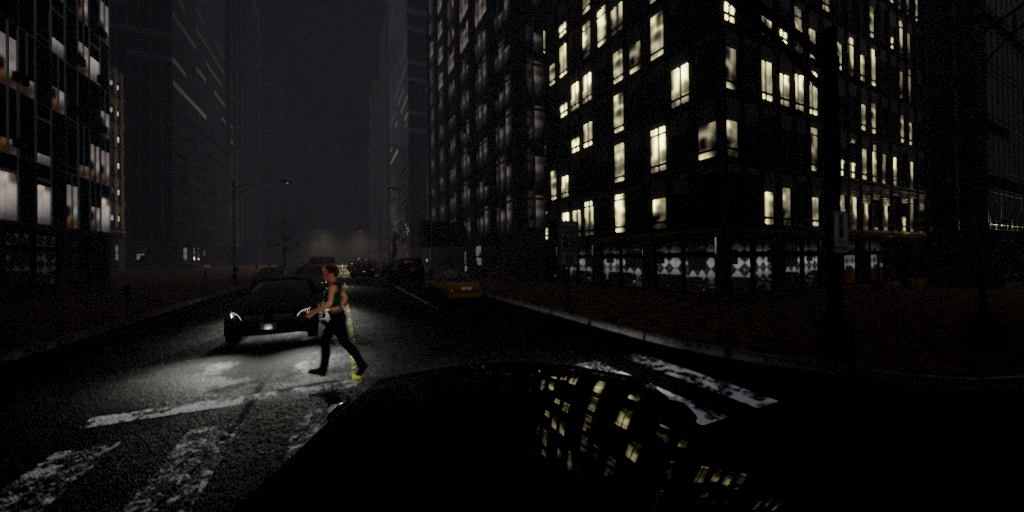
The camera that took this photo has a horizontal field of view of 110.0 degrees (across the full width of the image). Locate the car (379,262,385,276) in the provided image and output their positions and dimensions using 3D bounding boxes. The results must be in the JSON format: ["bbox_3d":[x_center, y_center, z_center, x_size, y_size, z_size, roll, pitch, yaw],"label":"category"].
[{"bbox_3d":[-12.693,1.318,36.942,1.888,1.381,4.507,0,0,-25],"label":"car"}]

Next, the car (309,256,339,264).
[{"bbox_3d":[-15.088,1.034,28.503,2.150,2.045,5.566,-1,0,-25],"label":"car"}]

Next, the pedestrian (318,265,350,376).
[{"bbox_3d":[-2.887,1.023,5.837,0.375,1.860,0.375,0,-1,-25],"label":"pedestrian"}]

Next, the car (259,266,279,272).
[{"bbox_3d":[-15.394,1.392,23.115,1.948,1.339,4.313,0,0,-25],"label":"car"}]

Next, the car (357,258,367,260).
[{"bbox_3d":[-22.446,1.387,51.388,2.033,1.411,5.357,-1,0,-25],"label":"car"}]

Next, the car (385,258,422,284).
[{"bbox_3d":[-7.846,1.057,26.754,2.192,1.841,5.009,0,0,-25],"label":"car"}]

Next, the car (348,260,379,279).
[{"bbox_3d":[-13.876,1.355,33.379,1.994,1.385,4.181,-1,0,-25],"label":"car"}]

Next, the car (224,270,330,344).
[{"bbox_3d":[-6.285,1.282,9.964,1.812,1.442,4.674,-1,0,-24],"label":"car"}]

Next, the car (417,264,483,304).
[{"bbox_3d":[-2.745,1.235,15.949,1.751,1.417,4.829,0,0,-25],"label":"car"}]

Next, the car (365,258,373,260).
[{"bbox_3d":[-22.391,1.373,57.319,1.888,1.381,4.507,0,0,-25],"label":"car"}]

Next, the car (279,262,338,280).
[{"bbox_3d":[-10.541,1.276,18.922,2.128,1.511,4.902,-1,0,-25],"label":"car"}]
